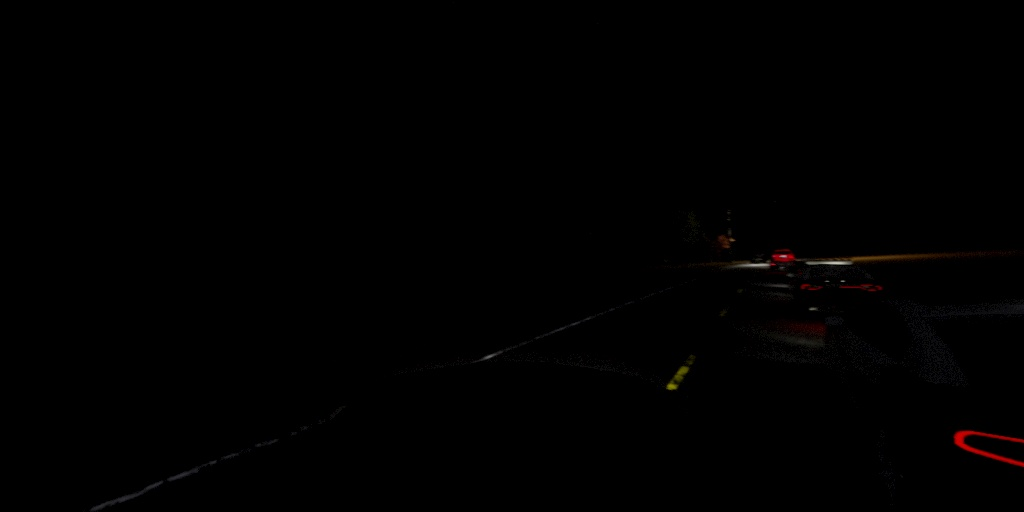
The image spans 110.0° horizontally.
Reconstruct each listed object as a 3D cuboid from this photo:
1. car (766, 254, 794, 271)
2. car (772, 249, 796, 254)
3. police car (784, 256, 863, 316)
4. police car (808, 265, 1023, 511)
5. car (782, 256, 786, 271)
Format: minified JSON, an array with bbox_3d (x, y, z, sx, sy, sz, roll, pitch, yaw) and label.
[{"bbox_3d":[26.309,0.755,34.913,1.895,1.301,4.718,-2,-1,38],"label":"car"},{"bbox_3d":[33.613,0.207,44.376,2.150,2.045,5.566,-2,-1,39],"label":"car"},{"bbox_3d":[10.175,0.920,11.532,1.930,1.638,5.238,-2,-1,36],"label":"police car"},{"bbox_3d":[4.410,1.040,3.403,1.930,1.638,5.238,-2,-1,35],"label":"police car"},{"bbox_3d":[13.618,0.927,16.287,1.837,1.490,4.892,-2,-1,36],"label":"car"}]
